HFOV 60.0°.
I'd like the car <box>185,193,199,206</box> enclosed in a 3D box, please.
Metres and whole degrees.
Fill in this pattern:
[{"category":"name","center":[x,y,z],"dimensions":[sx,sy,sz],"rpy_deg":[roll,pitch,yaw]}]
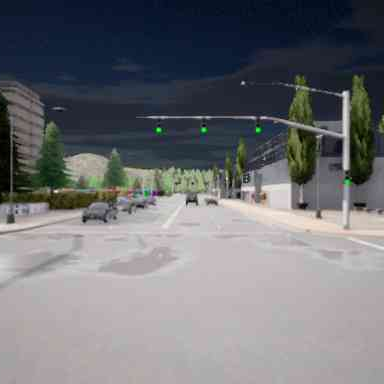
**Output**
[{"category":"car","center":[-0.014,1.267,57.268],"dimensions":[2.150,2.045,5.566],"rpy_deg":[0,0,0]}]

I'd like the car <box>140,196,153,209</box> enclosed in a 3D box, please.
[{"category":"car","center":[-7.095,1.584,45.438],"dimensions":[2.033,1.411,5.357],"rpy_deg":[0,0,1]}]

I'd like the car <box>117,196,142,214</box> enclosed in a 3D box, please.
[{"category":"car","center":[-7.098,1.520,35.575],"dimensions":[2.128,1.511,4.902],"rpy_deg":[0,0,0]}]

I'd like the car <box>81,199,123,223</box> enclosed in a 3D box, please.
[{"category":"car","center":[-7.123,1.526,26.123],"dimensions":[1.837,1.490,4.892],"rpy_deg":[0,0,1]}]

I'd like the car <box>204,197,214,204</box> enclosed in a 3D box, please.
[{"category":"car","center":[3.484,1.641,67.951],"dimensions":[1.895,1.301,4.718],"rpy_deg":[0,0,0]}]

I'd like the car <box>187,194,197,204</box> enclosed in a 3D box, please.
[{"category":"car","center":[-0.016,1.408,67.890],"dimensions":[2.097,1.767,4.553],"rpy_deg":[0,0,0]}]

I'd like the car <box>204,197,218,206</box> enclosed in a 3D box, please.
[{"category":"car","center":[3.486,1.647,57.643],"dimensions":[1.895,1.301,4.718],"rpy_deg":[0,0,0]}]

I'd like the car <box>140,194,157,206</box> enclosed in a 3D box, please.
[{"category":"car","center":[-7.056,1.551,55.761],"dimensions":[1.837,1.490,4.892],"rpy_deg":[0,0,0]}]
